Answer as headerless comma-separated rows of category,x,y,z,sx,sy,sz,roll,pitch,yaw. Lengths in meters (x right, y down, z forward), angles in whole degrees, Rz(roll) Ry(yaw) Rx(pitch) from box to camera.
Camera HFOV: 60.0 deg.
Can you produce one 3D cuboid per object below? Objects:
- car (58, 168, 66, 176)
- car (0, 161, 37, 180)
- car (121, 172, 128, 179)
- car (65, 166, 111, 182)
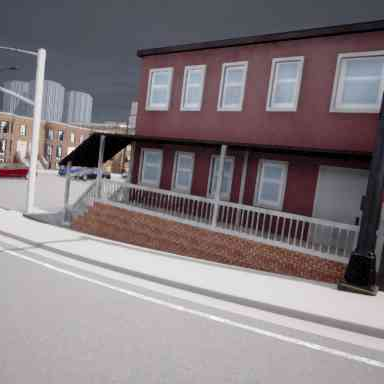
car,-14.299,-2.572,41.824,1.882,1.535,5.008,10,6,36
car,-17.358,-2.060,31.664,1.882,1.535,5.008,10,6,35
car,-8.423,-2.551,49.938,2.128,1.511,4.902,10,6,36
car,-11.842,-2.042,39.314,2.128,1.511,4.902,10,6,35
